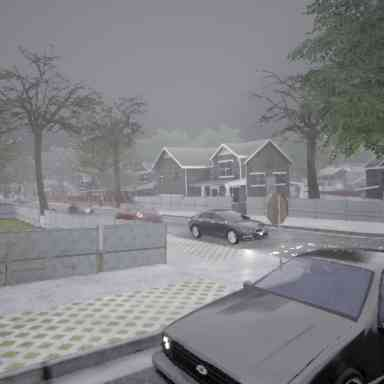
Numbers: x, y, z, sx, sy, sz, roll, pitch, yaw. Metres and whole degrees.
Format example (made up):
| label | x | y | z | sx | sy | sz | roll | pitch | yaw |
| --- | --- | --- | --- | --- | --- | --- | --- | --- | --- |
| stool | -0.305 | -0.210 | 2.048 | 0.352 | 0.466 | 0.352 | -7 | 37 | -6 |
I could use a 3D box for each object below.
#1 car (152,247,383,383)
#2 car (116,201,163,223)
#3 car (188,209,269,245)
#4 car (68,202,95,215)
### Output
| label | x | y | z | sx | sy | sz | roll | pitch | yaw |
| --- | --- | --- | --- | --- | --- | --- | --- | --- | --- |
| car | 2.172 | 1.543 | 4.577 | 5.357 | 1.411 | 2.033 | 0 | 0 | -36 |
| car | -4.068 | 1.574 | 25.077 | 2.097 | 1.767 | 4.553 | -3 | 2 | -35 |
| car | 1.700 | 1.645 | 16.882 | 1.837 | 1.490 | 4.892 | -3 | 1 | -35 |
| car | -12.351 | 1.831 | 36.894 | 2.128 | 1.511 | 4.902 | -3 | 2 | -35 |
